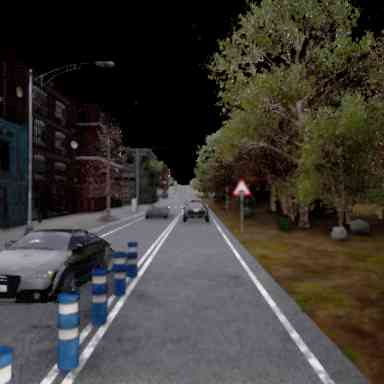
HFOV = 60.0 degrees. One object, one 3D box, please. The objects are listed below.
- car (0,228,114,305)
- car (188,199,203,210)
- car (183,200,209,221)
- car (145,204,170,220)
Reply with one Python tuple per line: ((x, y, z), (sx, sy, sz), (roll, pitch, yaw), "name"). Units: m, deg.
((-3.419, 1.622, 8.206), (1.994, 1.385, 4.181), (0, 0, 5), "car")
((0.574, 1.788, 47.991), (2.033, 1.411, 5.357), (0, 0, 1), "car")
((0.358, 1.520, 28.812), (2.097, 1.767, 4.553), (0, 0, 1), "car")
((-3.068, 1.775, 30.232), (1.895, 1.301, 4.718), (0, 0, 1), "car")
